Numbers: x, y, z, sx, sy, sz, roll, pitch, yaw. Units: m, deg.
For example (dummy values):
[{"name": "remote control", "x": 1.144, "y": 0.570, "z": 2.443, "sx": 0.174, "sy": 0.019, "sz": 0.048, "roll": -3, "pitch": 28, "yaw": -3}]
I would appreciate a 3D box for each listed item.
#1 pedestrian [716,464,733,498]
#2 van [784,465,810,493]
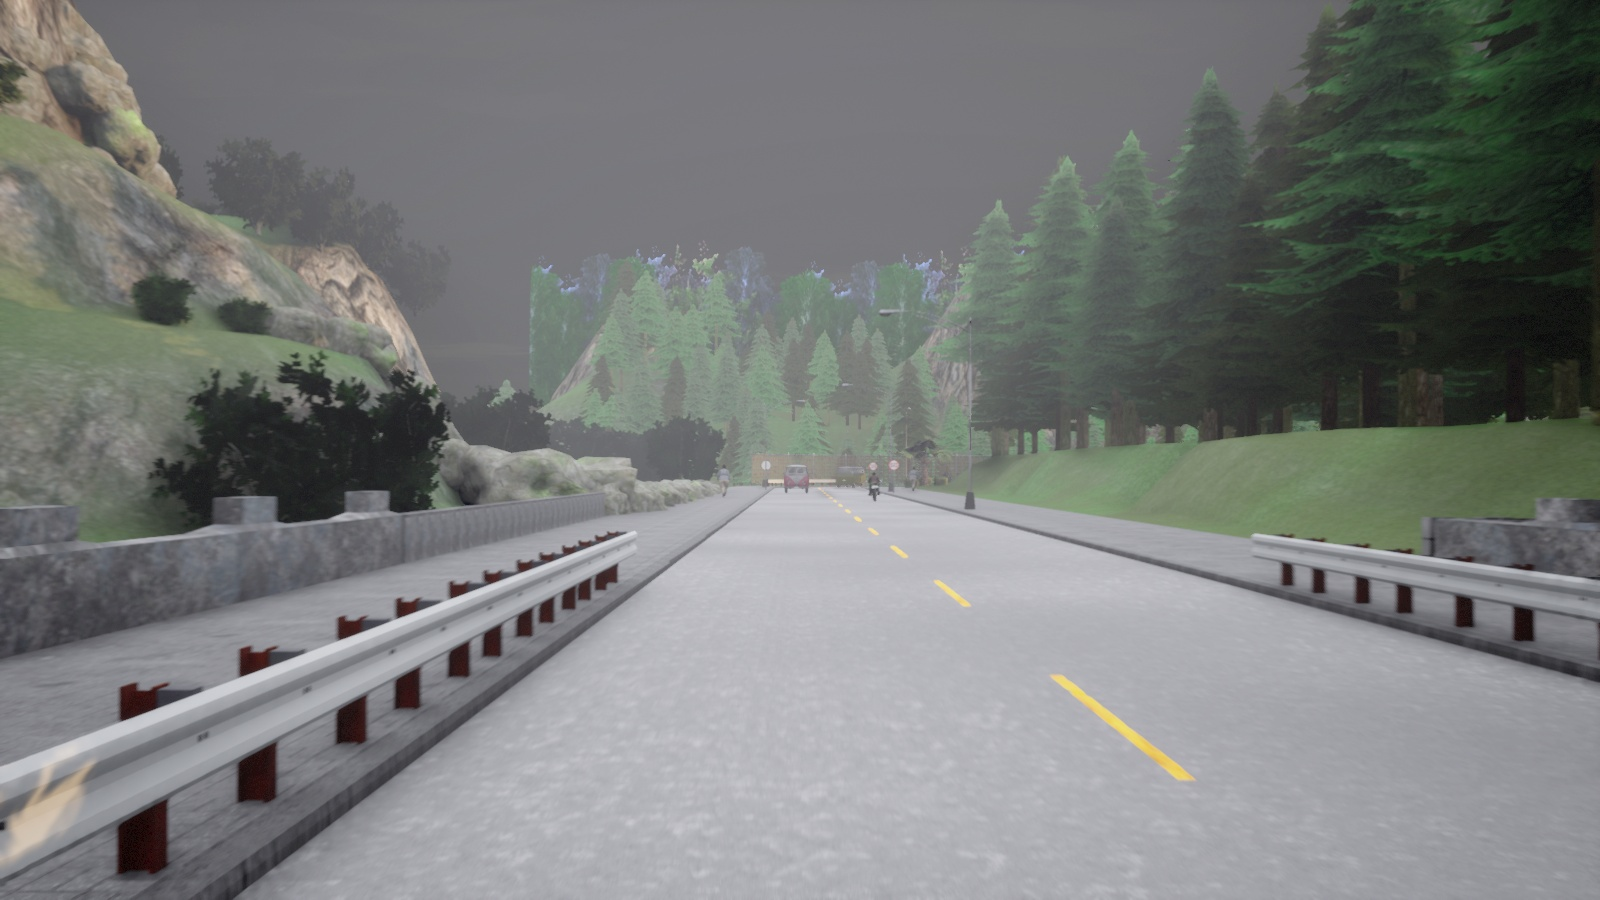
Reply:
[{"name": "pedestrian", "x": -4.131, "y": 1.693, "z": 69.053, "sx": 0.874, "sy": 1.855, "sz": 0.900, "roll": 0, "pitch": -1, "yaw": 0}, {"name": "van", "x": -0.231, "y": 2.065, "z": 89.575, "sx": 1.775, "sy": 1.987, "sz": 4.442, "roll": 0, "pitch": -1, "yaw": 0}]
